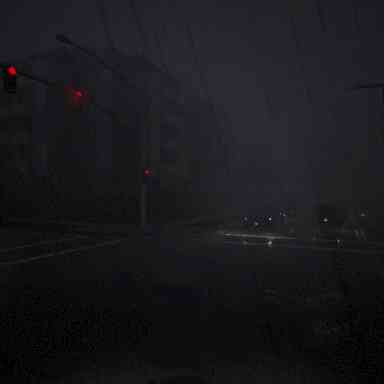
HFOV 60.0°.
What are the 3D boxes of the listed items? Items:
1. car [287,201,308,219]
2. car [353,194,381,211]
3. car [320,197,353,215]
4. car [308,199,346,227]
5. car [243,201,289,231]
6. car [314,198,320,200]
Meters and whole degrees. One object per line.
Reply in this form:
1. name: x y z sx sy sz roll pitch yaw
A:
1. car: 8.715 1.547 29.672 2.033 1.411 5.357 0 0 26
2. car: 21.204 1.223 41.394 5.566 2.045 2.150 0 0 -45
3. car: 13.588 1.478 31.238 1.882 1.535 5.008 0 0 30
4. car: 9.331 1.505 22.817 1.837 1.490 4.892 0 0 25
5. car: 4.625 1.526 20.998 1.812 1.442 4.674 0 0 25
6. car: 15.589 1.505 40.311 1.837 1.490 4.892 0 0 40
